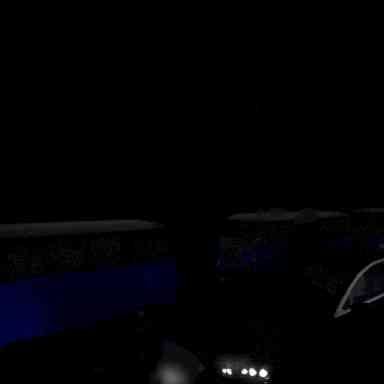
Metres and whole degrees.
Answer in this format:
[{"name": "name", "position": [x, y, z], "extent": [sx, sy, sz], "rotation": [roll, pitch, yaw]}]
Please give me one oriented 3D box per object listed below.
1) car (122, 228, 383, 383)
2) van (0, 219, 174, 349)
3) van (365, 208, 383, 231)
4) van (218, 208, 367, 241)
[{"name": "car", "position": [1.813, 1.519, 4.543], "extent": [4.902, 1.511, 2.128], "rotation": [1, 0, -35]}, {"name": "van", "position": [-2.140, 1.348, 5.020], "extent": [3.998, 1.788, 1.690], "rotation": [0, -1, -35]}, {"name": "van", "position": [6.963, 1.423, 11.495], "extent": [3.998, 1.788, 1.690], "rotation": [0, -1, -35]}, {"name": "van", "position": [2.412, 1.386, 8.258], "extent": [3.998, 1.788, 1.690], "rotation": [0, -1, -35]}]
